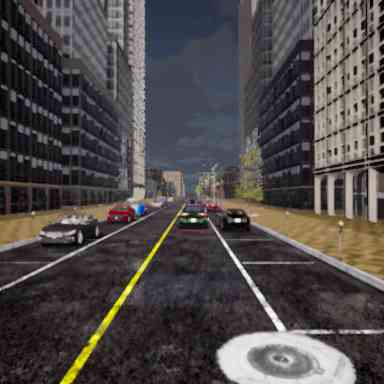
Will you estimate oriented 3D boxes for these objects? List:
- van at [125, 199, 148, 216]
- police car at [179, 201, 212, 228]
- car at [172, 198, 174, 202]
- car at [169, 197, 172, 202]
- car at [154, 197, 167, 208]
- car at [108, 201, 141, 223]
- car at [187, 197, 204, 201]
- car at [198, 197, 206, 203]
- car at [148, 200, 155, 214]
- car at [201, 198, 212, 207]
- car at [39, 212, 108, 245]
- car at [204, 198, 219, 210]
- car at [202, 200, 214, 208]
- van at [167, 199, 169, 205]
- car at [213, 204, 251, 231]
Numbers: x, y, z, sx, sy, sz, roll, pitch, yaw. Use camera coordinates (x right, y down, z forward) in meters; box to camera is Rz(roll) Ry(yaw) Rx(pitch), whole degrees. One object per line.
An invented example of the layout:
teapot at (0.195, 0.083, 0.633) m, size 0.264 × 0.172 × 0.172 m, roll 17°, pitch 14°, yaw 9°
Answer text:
van at (-5.701, 1.570, 33.000) m, size 1.690 × 1.788 × 3.998 m, roll 0°, pitch 0°, yaw 0°
police car at (0.089, 1.665, 23.690) m, size 2.038 × 1.542 × 4.974 m, roll 0°, pitch -1°, yaw 0°
car at (-5.727, 2.119, 89.748) m, size 1.752 × 1.417 × 4.829 m, roll 0°, pitch 0°, yaw 0°
car at (-5.717, 2.017, 67.151) m, size 1.947 × 1.339 × 4.313 m, roll 0°, pitch 0°, yaw 0°
car at (-5.712, 1.818, 55.766) m, size 1.967 × 1.590 × 4.097 m, roll 0°, pitch 0°, yaw 0°
car at (-5.699, 1.735, 27.306) m, size 1.887 × 1.381 × 4.507 m, roll 0°, pitch 0°, yaw 0°
car at (0.074, 1.720, 42.294) m, size 2.033 × 1.649 × 4.856 m, roll 0°, pitch -1°, yaw 0°
car at (2.654, 2.034, 89.907) m, size 1.967 × 1.590 × 4.097 m, roll 0°, pitch 0°, yaw 0°
car at (-5.705, 1.849, 38.690) m, size 1.802 × 1.307 × 4.206 m, roll 0°, pitch 0°, yaw 0°
car at (2.666, 1.941, 61.618) m, size 1.752 × 1.417 × 4.829 m, roll 0°, pitch 0°, yaw 0°
car at (-5.694, 1.663, 15.922) m, size 2.008 × 1.369 × 4.403 m, roll 0°, pitch 0°, yaw 0°
car at (2.674, 1.744, 44.372) m, size 1.967 × 1.590 × 4.097 m, roll 0°, pitch 0°, yaw 0°
car at (2.668, 1.960, 55.755) m, size 1.802 × 1.307 × 4.206 m, roll 0°, pitch 0°, yaw 0°
van at (-5.713, 1.756, 61.460) m, size 1.690 × 1.788 × 3.998 m, roll 0°, pitch 0°, yaw 0°
car at (2.684, 1.717, 21.605) m, size 1.947 × 1.339 × 4.313 m, roll 0°, pitch 0°, yaw 0°
